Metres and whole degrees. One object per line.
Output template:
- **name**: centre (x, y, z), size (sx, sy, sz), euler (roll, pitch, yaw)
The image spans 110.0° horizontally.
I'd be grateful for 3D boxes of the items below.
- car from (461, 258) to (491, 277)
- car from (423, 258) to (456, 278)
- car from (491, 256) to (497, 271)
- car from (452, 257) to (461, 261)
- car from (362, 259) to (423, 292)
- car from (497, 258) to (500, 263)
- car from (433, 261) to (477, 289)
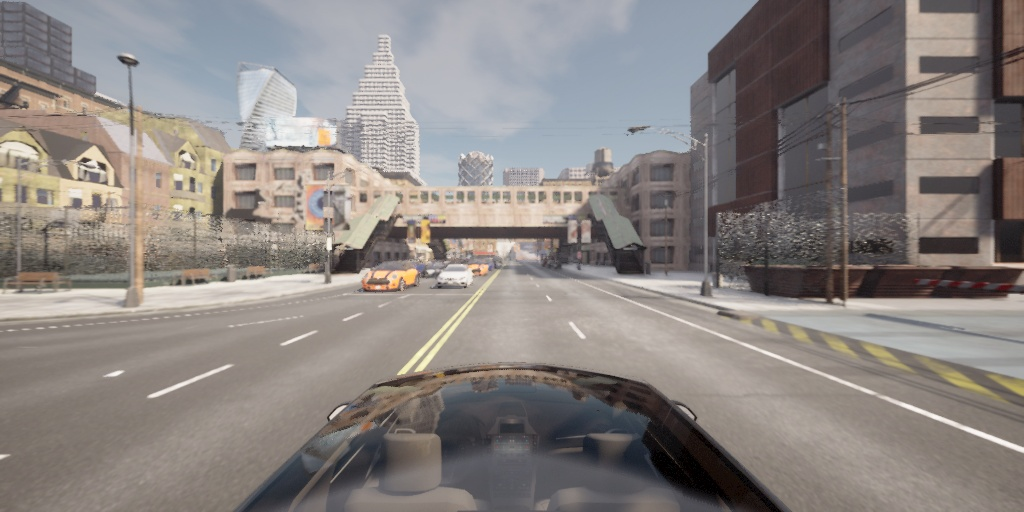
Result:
- **car**: centre (-3.515, 1.103, 35.825), size (2.097, 1.767, 4.553), euler (0, 0, 0)
- **car**: centre (-6.991, 1.243, 33.469), size (2.128, 1.511, 4.902), euler (0, 0, 1)
- **car**: centre (-3.571, 1.102, 48.062), size (2.097, 1.767, 4.553), euler (0, 0, 1)
- **car**: centre (-7.087, 1.255, 46.370), size (1.837, 1.490, 4.892), euler (0, 0, 0)
- **car**: centre (-7.117, 1.102, 21.388), size (2.097, 1.767, 4.553), euler (0, 0, 1)
- **car**: centre (-3.457, 1.351, 58.012), size (1.895, 1.301, 4.718), euler (0, 0, 1)
- **car**: centre (-3.597, 1.276, 23.354), size (1.812, 1.442, 4.674), euler (0, 0, 0)
